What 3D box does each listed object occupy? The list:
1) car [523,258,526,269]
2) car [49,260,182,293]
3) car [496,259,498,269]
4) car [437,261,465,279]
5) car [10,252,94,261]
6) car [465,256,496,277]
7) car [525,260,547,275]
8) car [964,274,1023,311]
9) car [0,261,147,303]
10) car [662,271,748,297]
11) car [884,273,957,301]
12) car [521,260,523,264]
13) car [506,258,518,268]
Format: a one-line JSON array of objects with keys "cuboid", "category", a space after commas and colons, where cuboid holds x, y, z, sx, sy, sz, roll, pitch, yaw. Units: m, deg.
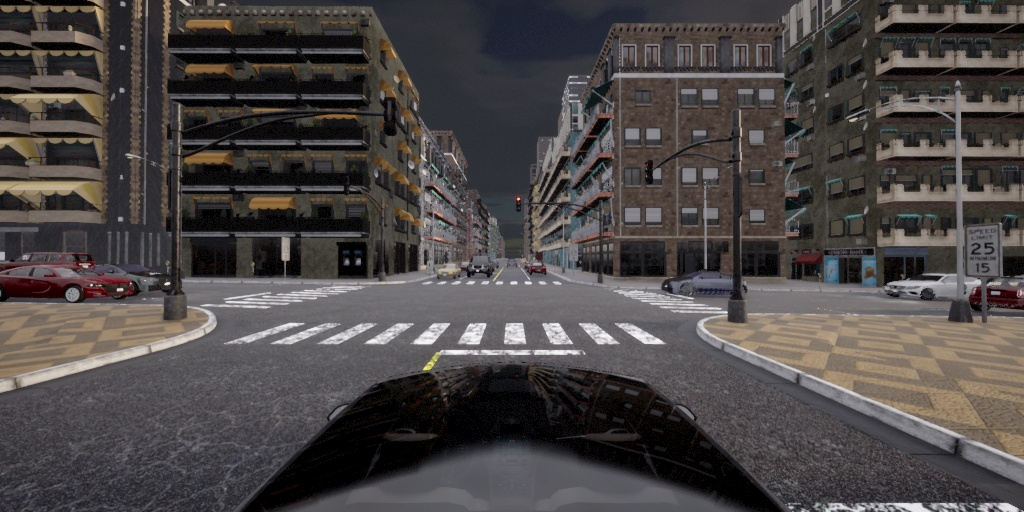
[{"cuboid": [2.703, 1.200, 43.870, 1.967, 1.591, 4.097, 0, 0, 0], "category": "car"}, {"cuboid": [-17.674, 1.049, 16.290, 4.181, 1.385, 1.994, 1, -1, -1], "category": "car"}, {"cuboid": [-3.087, 1.264, 45.551, 1.837, 1.490, 4.892, 0, 0, 0], "category": "car"}, {"cuboid": [-5.681, 1.282, 32.669, 1.751, 1.417, 4.829, 0, 0, 0], "category": "car"}, {"cuboid": [-28.641, 0.686, 21.998, 5.009, 1.841, 2.192, 0, 0, 0], "category": "car"}, {"cuboid": [-3.091, 0.979, 35.247, 2.150, 2.045, 5.566, 0, 0, 0], "category": "car"}, {"cuboid": [2.701, 1.303, 38.346, 1.888, 1.381, 4.507, 0, 0, 0], "category": "car"}, {"cuboid": [20.838, 1.500, 14.011, 4.097, 1.591, 1.967, 0, 0, 0], "category": "car"}, {"cuboid": [-17.259, 1.012, 13.700, 4.507, 1.381, 1.888, 0, 0, 0], "category": "car"}, {"cuboid": [10.611, 1.523, 19.920, 4.181, 1.385, 1.994, 1, -1, 3], "category": "car"}, {"cuboid": [23.472, 1.684, 19.795, 4.674, 1.442, 1.812, 1, -1, 0], "category": "car"}, {"cuboid": [2.706, 1.346, 54.917, 1.802, 1.307, 4.207, 0, 0, 0], "category": "car"}, {"cuboid": [0.018, 1.259, 63.775, 2.128, 1.511, 4.902, 0, 0, 0], "category": "car"}]
